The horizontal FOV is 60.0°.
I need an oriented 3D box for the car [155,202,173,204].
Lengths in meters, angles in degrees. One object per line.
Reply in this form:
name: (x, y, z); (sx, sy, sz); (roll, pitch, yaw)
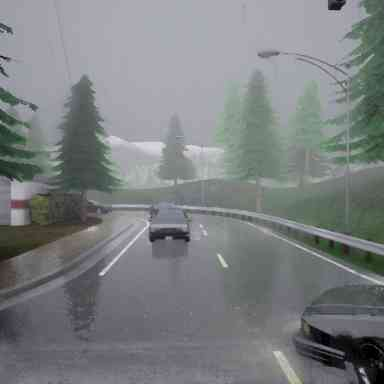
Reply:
car: (-2.193, 1.522, 26.727); (2.033, 1.411, 5.357); (0, 0, -18)

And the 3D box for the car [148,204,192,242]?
car: (-1.034, 1.529, 16.492); (2.033, 1.411, 5.357); (0, 0, -2)

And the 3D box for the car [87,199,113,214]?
car: (-10.389, 1.478, 33.439); (4.892, 1.490, 1.837); (0, 0, 8)

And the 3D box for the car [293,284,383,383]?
car: (3.843, 1.548, 3.183); (5.357, 1.411, 2.033); (0, 0, 38)
